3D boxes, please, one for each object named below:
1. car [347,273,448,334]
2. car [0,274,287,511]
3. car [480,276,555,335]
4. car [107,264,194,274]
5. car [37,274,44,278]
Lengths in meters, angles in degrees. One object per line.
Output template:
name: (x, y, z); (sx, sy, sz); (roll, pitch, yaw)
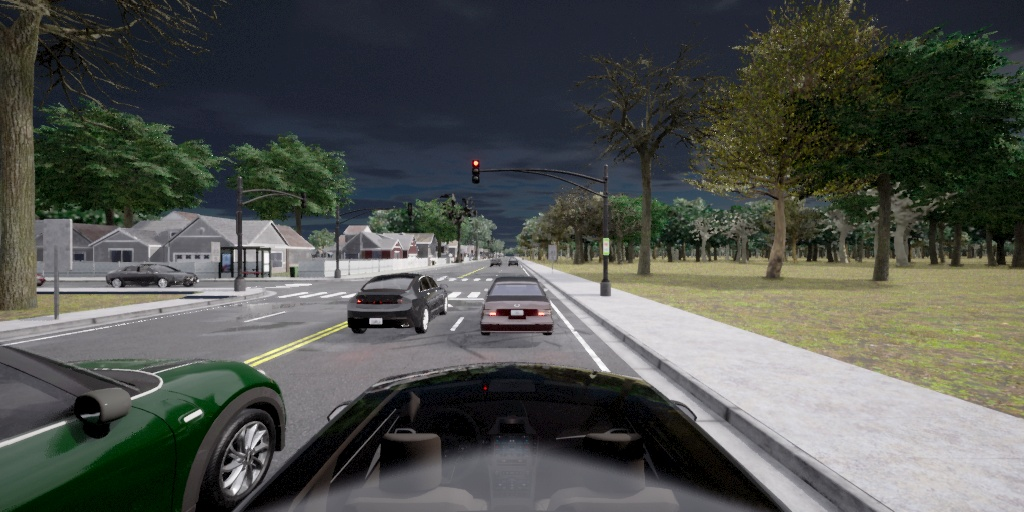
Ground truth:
car: (-3.138, 1.254, 10.674); (1.837, 1.490, 4.892); (0, 0, 0)
car: (-3.149, 1.102, 1.476); (2.097, 1.767, 4.553); (0, 0, 0)
car: (0.119, 1.297, 10.421); (2.033, 1.411, 5.357); (0, 0, 0)
car: (-22.897, 1.286, 22.921); (4.892, 1.490, 1.837); (0, 0, 0)
car: (-33.067, 1.324, 23.010); (4.674, 1.442, 1.812); (0, 0, 0)
